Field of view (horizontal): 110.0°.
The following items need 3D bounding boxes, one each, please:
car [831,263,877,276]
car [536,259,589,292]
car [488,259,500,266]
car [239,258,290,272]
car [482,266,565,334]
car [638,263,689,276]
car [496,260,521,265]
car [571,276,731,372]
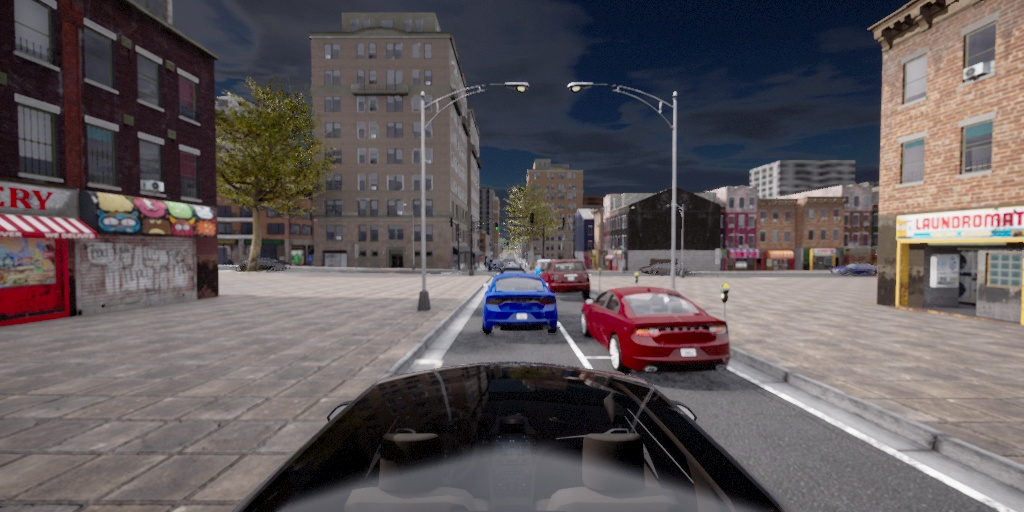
[{"bbox_3d":[40.080,1.573,41.922,4.674,1.442,1.812,0,1,0],"label":"car"},{"bbox_3d":[2.631,1.090,18.125,2.192,1.841,5.009,0,0,0],"label":"car"},{"bbox_3d":[-2.796,1.465,59.406,2.150,2.045,5.566,0,-1,1],"label":"car"},{"bbox_3d":[-26.755,0.946,38.924,4.902,1.511,2.128,1,1,0],"label":"car"},{"bbox_3d":[0.136,1.237,10.683,1.882,1.535,5.008,0,0,-2],"label":"car"},{"bbox_3d":[17.685,1.517,41.928,5.357,1.411,2.033,0,1,0],"label":"car"},{"bbox_3d":[0.068,1.301,29.931,2.128,1.511,4.902,0,0,0],"label":"car"},{"bbox_3d":[2.635,1.300,7.546,1.888,1.381,4.507,0,0,0],"label":"car"}]
